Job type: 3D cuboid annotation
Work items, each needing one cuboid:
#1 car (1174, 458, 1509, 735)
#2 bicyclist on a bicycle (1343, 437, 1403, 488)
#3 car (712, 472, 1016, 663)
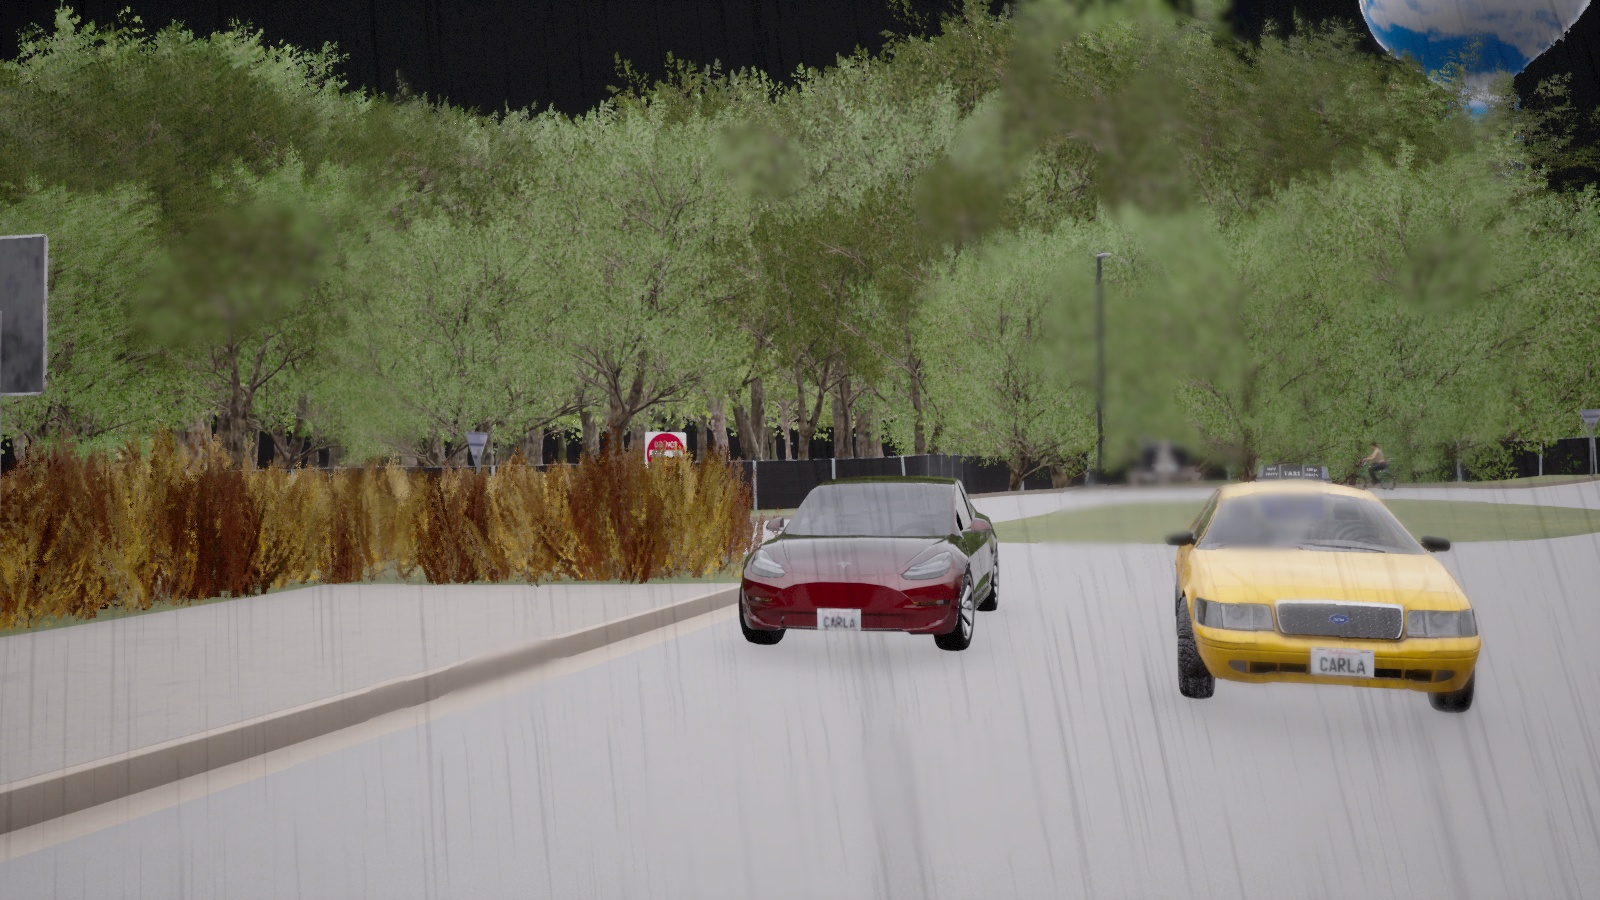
[{"bbox_3d":[3.950,0.863,10.039,1.801,1.575,5.366,0,0,16],"label":"car"},{"bbox_3d":[18.849,0.418,41.313,1.509,1.612,0.866,-2,2,44],"label":"bicyclist on a bicycle"},{"bbox_3d":[0.887,0.986,12.515,2.163,1.488,4.792,-1,-1,13],"label":"car"}]
